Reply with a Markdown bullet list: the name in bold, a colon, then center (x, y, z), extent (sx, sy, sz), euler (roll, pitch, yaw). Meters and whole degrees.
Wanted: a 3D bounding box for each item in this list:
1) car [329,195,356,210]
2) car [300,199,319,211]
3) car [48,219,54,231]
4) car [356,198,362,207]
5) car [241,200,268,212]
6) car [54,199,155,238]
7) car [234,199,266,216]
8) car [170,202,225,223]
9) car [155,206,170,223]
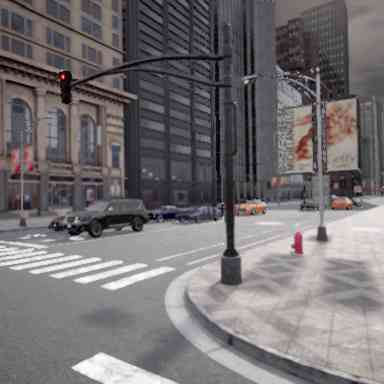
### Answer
- **car**: center (20.889, 1.517, 46.220), extent (2.097, 1.767, 4.553), euler (-2, -1, 35)
- **car**: center (15.920, 1.734, 44.699), extent (1.837, 1.490, 4.892), euler (-2, -2, 34)
- **car**: center (-7.452, 1.904, 22.411), extent (1.994, 1.385, 4.181), euler (-2, -1, 34)
- **car**: center (26.138, 1.694, 53.880), extent (1.837, 1.490, 4.892), euler (-2, -1, 34)
- **car**: center (8.683, 1.904, 45.908), extent (1.812, 1.442, 4.674), euler (-2, -1, 35)
- **car**: center (-5.059, 1.486, 20.170), extent (2.150, 2.045, 5.566), euler (-2, -1, 34)
- **car**: center (6.500, 1.641, 37.005), extent (2.097, 1.767, 4.553), euler (-2, -1, 35)
- **car**: center (0.737, 1.824, 28.624), extent (2.033, 1.411, 5.357), euler (-2, -1, 34)
- **car**: center (-2.509, 1.951, 29.634), extent (1.895, 1.301, 4.718), euler (-2, -1, 34)
